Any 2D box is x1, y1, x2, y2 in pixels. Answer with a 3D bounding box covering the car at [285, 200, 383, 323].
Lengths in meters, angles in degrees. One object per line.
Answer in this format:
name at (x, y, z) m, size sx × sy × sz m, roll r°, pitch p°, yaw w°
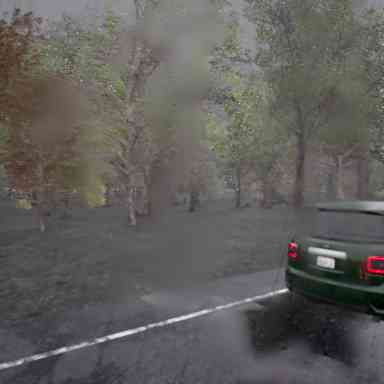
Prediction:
car at (4.302, 1.192, 6.822) m, size 5.566 × 2.045 × 2.150 m, roll 0°, pitch 0°, yaw -36°
